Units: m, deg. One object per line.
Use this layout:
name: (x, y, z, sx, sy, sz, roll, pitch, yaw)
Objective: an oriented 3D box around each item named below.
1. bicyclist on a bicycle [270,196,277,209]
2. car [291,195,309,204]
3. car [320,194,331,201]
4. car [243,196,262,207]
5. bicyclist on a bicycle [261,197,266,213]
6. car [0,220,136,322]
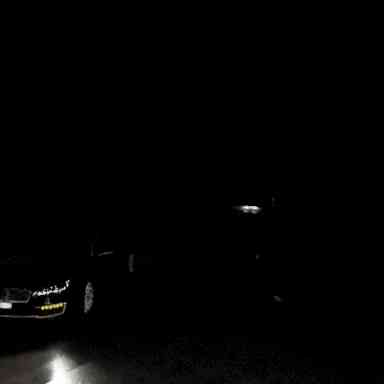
bicyclist on a bicycle: (10.080, 1.331, 41.216, 0.866, 1.612, 1.509, 2, 1, 24)
car: (18.925, 1.191, 58.301, 1.882, 1.535, 5.008, 3, 2, 36)
car: (28.675, 1.100, 70.618, 1.837, 1.490, 4.892, 3, 3, 40)
car: (8.831, 1.295, 47.434, 1.994, 1.385, 4.181, 2, 1, 28)
bicyclist on a bicycle: (7.555, 1.384, 35.124, 0.582, 1.620, 1.656, 2, 1, 21)
car: (-2.615, 1.466, 7.469, 1.837, 1.490, 4.892, 0, 0, 5)
